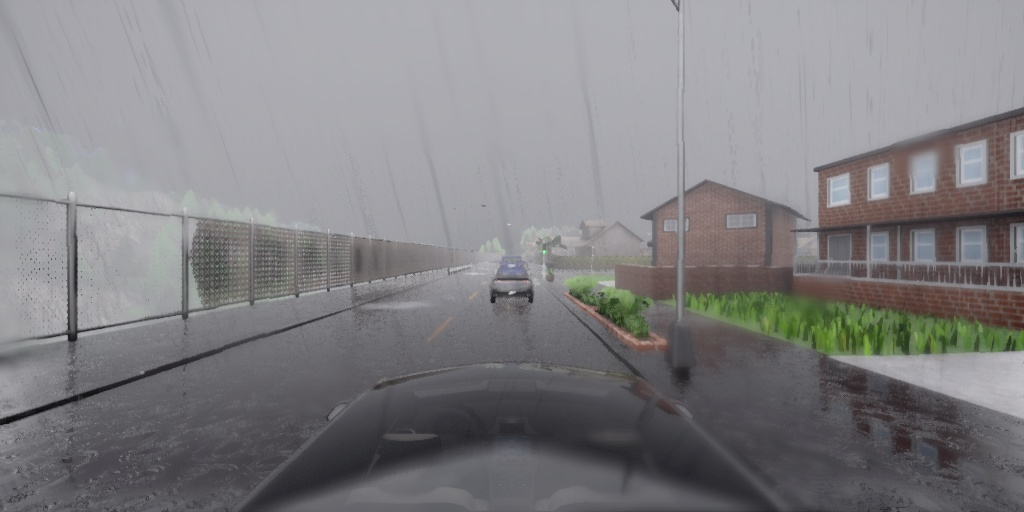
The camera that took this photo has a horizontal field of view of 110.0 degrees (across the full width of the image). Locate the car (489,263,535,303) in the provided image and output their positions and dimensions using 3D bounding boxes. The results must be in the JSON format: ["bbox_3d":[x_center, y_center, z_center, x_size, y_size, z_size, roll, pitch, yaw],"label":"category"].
[{"bbox_3d":[0.000,1.242,16.500,2.128,1.511,4.902,0,0,0],"label":"car"}]

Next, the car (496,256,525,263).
[{"bbox_3d":[0.000,1.005,31.530,2.150,2.045,5.566,0,0,0],"label":"car"}]
